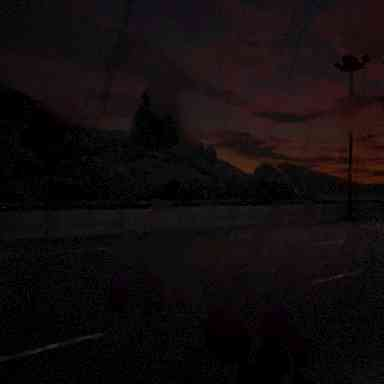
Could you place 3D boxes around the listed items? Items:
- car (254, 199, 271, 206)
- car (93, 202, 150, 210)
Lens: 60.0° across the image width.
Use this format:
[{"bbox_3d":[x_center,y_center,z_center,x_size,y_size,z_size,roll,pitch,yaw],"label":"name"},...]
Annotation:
[{"bbox_3d":[8.147,1.235,41.339,4.181,1.385,1.994,0,1,-27],"label":"car"},{"bbox_3d":[-4.646,1.318,21.913,4.718,1.301,1.895,0,1,-33],"label":"car"}]
